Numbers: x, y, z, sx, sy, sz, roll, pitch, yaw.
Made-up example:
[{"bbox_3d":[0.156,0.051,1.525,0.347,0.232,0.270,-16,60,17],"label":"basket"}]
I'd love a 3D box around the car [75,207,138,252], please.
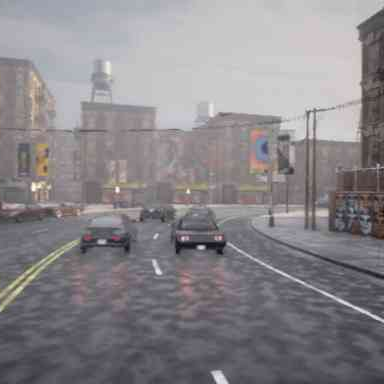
[{"bbox_3d":[-3.384,1.587,14.003,1.812,1.442,4.674,1,0,-5],"label":"car"}]

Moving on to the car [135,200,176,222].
[{"bbox_3d":[-2.751,1.525,28.083,2.097,1.767,4.553,1,-1,12],"label":"car"}]

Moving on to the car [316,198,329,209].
[{"bbox_3d":[26.012,2.038,61.901,5.566,2.045,2.150,1,0,-14],"label":"car"}]

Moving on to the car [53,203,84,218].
[{"bbox_3d":[-12.397,1.670,31.662,1.895,1.301,4.718,1,0,16],"label":"car"}]

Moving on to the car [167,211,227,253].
[{"bbox_3d":[0.102,1.709,14.133,1.895,1.301,4.718,1,0,-6],"label":"car"}]

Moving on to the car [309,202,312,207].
[{"bbox_3d":[24.615,2.161,65.193,4.553,1.767,2.097,1,0,-14],"label":"car"}]

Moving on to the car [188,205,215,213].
[{"bbox_3d":[0.737,1.782,27.629,1.994,1.385,4.181,1,0,12],"label":"car"}]

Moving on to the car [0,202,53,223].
[{"bbox_3d":[-13.266,1.541,25.999,2.002,1.452,4.674,1,0,6],"label":"car"}]
